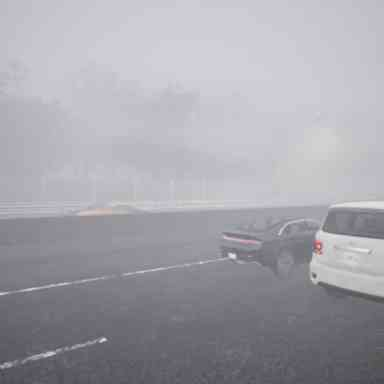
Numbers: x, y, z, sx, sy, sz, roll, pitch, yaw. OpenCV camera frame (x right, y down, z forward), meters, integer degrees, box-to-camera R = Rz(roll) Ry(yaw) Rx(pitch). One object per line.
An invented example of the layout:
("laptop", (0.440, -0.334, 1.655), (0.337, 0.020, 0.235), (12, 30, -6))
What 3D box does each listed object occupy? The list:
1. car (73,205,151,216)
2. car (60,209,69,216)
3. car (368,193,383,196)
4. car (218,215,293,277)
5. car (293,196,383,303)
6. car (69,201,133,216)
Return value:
("car", (-3.803, 1.585, 18.479), (4.718, 1.301, 1.895), (0, 0, -36))
("car", (-7.139, 1.460, 24.697), (5.008, 1.535, 1.882), (0, 0, -35))
("car", (27.224, 1.135, 49.158), (5.566, 2.045, 2.150), (0, 0, -35))
("car", (3.041, 1.474, 10.219), (4.902, 1.511, 2.128), (0, 0, -35))
("car", (4.921, 1.204, 7.259), (5.566, 2.045, 2.150), (0, 0, -35))
("car", (-5.087, 1.460, 21.862), (5.008, 1.535, 1.882), (0, 0, -35))
